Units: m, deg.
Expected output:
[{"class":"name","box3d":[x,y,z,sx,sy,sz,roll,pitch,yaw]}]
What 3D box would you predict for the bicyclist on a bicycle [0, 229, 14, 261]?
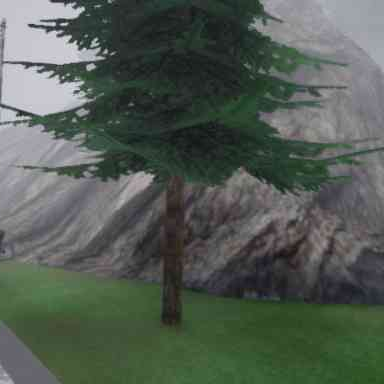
[{"class":"bicyclist on a bicycle","box3d":[-7.387,1.776,12.193,0.582,1.620,1.656,-1,-3,45]}]
